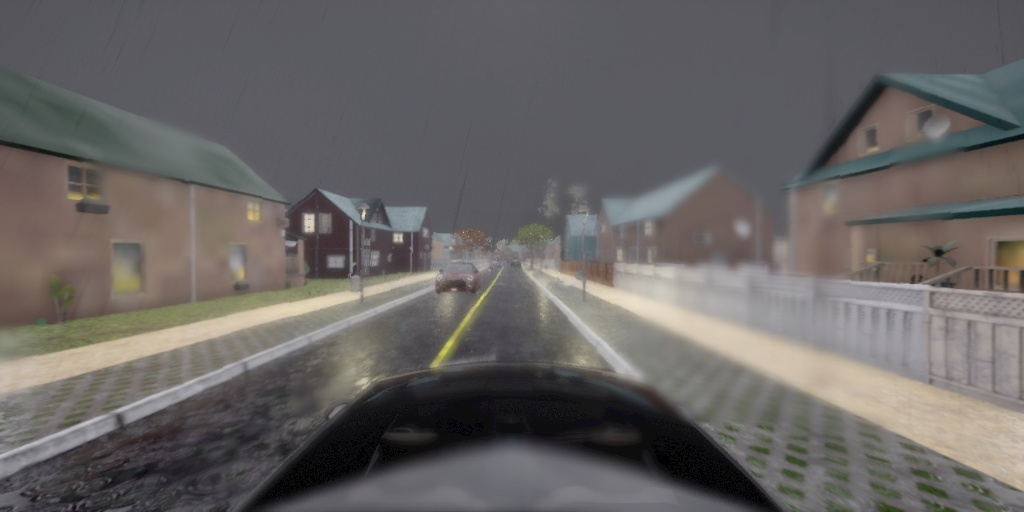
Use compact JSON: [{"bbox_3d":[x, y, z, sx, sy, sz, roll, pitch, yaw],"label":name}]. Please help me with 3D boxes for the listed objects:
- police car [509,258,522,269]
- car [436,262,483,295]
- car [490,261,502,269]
[{"bbox_3d":[0.844,1.440,65.545,1.930,1.638,5.238,0,0,0],"label":"police car"},{"bbox_3d":[-2.843,1.144,20.093,2.097,1.767,4.553,0,0,0],"label":"car"},{"bbox_3d":[-2.766,1.514,61.542,1.812,1.442,4.674,0,0,1],"label":"car"}]
